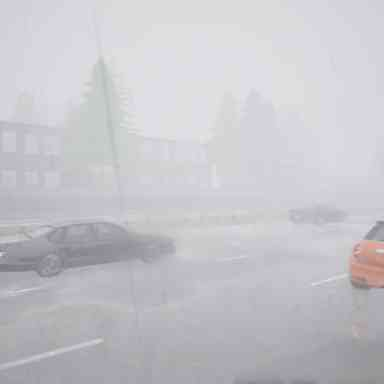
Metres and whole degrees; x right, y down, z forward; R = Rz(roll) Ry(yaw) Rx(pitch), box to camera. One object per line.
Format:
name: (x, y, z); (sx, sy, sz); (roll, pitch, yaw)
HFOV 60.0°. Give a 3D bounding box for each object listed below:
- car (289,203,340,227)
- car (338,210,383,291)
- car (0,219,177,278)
car: (8.808, 1.490, 22.937); (5.008, 1.535, 1.882); (0, 0, -36)
car: (5.750, 1.358, 7.850); (4.553, 1.767, 2.097); (0, 0, -36)
car: (-3.116, 1.548, 10.121); (5.357, 1.411, 2.033); (0, 0, -36)
